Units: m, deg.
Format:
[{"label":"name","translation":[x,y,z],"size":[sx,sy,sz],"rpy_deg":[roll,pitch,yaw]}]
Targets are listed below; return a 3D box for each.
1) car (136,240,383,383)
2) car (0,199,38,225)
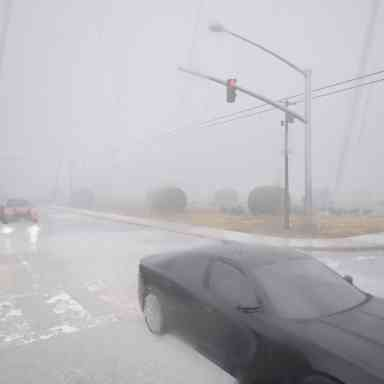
[{"label":"car","translation":[0.976,1.524,4.562],"size":[1.882,1.535,5.008],"rpy_deg":[0,0,-35]},{"label":"car","translation":[-12.676,1.316,24.266],"size":[2.097,1.767,4.553],"rpy_deg":[0,0,-35]}]
